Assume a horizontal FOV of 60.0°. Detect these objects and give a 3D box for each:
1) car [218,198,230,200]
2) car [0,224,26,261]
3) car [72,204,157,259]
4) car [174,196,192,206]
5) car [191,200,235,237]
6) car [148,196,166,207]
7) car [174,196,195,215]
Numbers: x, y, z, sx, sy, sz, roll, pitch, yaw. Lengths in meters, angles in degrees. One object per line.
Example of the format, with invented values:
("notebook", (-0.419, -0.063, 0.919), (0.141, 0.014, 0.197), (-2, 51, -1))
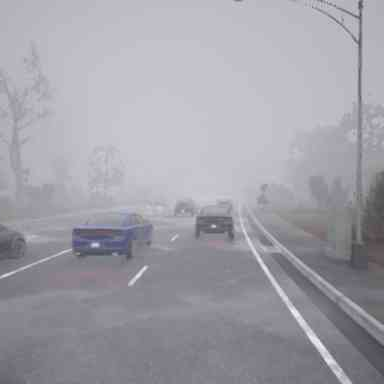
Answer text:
("car", (3.503, 1.443, 36.016), (2.128, 1.511, 4.902), (0, 0, 8))
("car", (-6.672, 1.526, 9.525), (1.994, 1.385, 4.181), (0, 0, 4))
("car", (-2.751, 1.448, 12.544), (1.882, 1.535, 5.008), (0, 0, 4))
("car", (-1.377, 1.392, 53.111), (2.128, 1.511, 4.902), (0, 0, 8))
("car", (1.268, 1.453, 18.013), (1.882, 1.535, 5.008), (0, 0, 6))
("car", (-5.298, 1.396, 50.360), (1.837, 1.490, 4.892), (0, 0, 8))
("car", (-0.522, 1.447, 32.335), (1.837, 1.490, 4.892), (0, 0, 8))
